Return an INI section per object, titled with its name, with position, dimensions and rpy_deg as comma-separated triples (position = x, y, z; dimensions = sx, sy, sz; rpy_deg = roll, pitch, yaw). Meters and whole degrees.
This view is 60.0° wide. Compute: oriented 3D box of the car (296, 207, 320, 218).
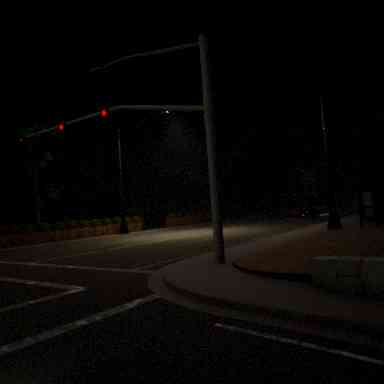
[car]
position = 15.485, 2.674, 44.232
dimensions = 1.895, 1.301, 4.718
rpy_deg = -6, -4, 37
